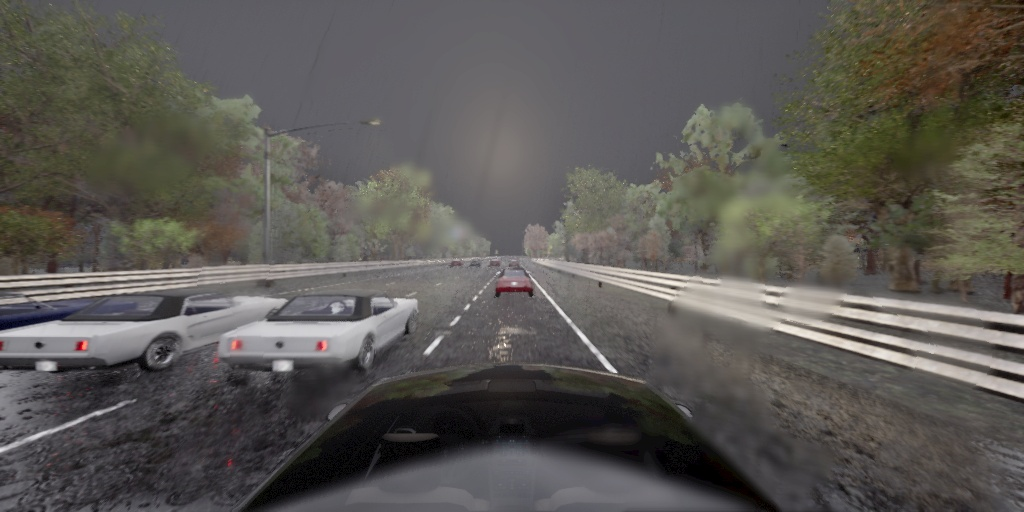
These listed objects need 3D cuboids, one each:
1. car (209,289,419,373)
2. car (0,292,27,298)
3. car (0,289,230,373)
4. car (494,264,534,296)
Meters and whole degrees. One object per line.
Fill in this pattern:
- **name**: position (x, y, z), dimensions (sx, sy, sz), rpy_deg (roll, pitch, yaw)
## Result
- **car**: position (-3.399, 1.350, 7.550), dimensions (1.895, 1.301, 4.718), rpy_deg (0, 0, 0)
- **car**: position (-10.399, 1.348, 7.003), dimensions (1.895, 1.301, 4.718), rpy_deg (0, 0, 0)
- **car**: position (-6.898, 1.349, 7.538), dimensions (1.895, 1.301, 4.718), rpy_deg (0, 0, 0)
- **car**: position (0.122, 1.315, 19.533), dimensions (1.994, 1.385, 4.181), rpy_deg (0, 0, 0)
